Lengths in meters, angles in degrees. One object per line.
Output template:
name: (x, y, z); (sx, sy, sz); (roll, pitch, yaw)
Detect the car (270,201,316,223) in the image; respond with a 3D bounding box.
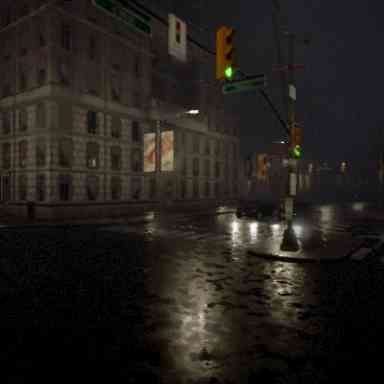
car: (7.910, 1.449, 25.150); (1.837, 1.490, 4.892); (0, 0, 36)

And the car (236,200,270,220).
car: (5.412, 1.397, 27.691); (1.882, 1.535, 5.008); (0, 0, 35)
